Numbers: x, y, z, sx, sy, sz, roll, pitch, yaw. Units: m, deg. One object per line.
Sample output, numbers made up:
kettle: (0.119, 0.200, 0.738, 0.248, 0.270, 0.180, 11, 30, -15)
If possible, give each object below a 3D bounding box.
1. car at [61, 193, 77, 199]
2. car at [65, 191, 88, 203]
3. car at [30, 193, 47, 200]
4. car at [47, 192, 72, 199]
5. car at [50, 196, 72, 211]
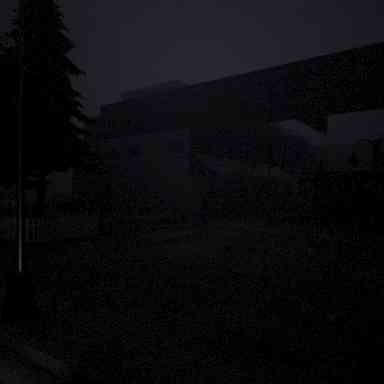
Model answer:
car: (-31.515, 0.981, 85.324, 3.806, 1.475, 1.970, 0, 0, 36)
car: (-19.934, 0.827, 57.262, 3.866, 1.878, 1.905, 0, 0, 36)
car: (-32.530, 0.957, 70.711, 4.514, 1.523, 2.007, 0, 0, 36)
car: (-21.308, 0.850, 54.669, 4.605, 1.855, 1.932, 0, 0, 36)
car: (-12.814, 1.425, 36.856, 1.895, 1.301, 4.718, 0, 0, 36)
